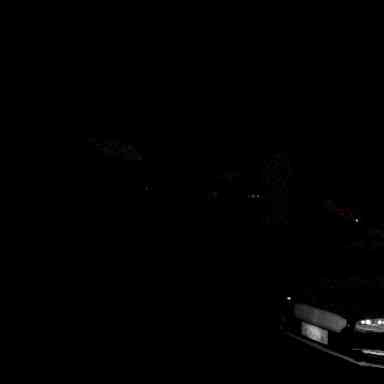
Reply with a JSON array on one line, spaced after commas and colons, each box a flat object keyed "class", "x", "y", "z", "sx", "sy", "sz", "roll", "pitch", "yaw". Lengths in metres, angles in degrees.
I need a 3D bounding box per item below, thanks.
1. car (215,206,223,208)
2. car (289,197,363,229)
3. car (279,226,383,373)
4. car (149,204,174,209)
[{"class": "car", "x": 2.333, "y": 1.826, "z": 30.434, "sx": 2.033, "sy": 1.411, "sz": 5.357, "roll": 2, "pitch": -2, "yaw": -36}, {"class": "car", "x": 8.241, "y": 1.375, "z": 22.066, "sx": 2.150, "sy": 2.045, "sz": 5.566, "roll": 2, "pitch": -2, "yaw": -35}, {"class": "car", "x": 3.525, "y": 1.500, "z": 5.578, "sx": 4.902, "sy": 1.511, "sz": 2.128, "roll": 0, "pitch": 0, "yaw": -35}, {"class": "car", "x": -3.622, "y": 1.737, "z": 38.556, "sx": 2.097, "sy": 1.767, "sz": 4.553, "roll": 3, "pitch": -2, "yaw": -37}]
